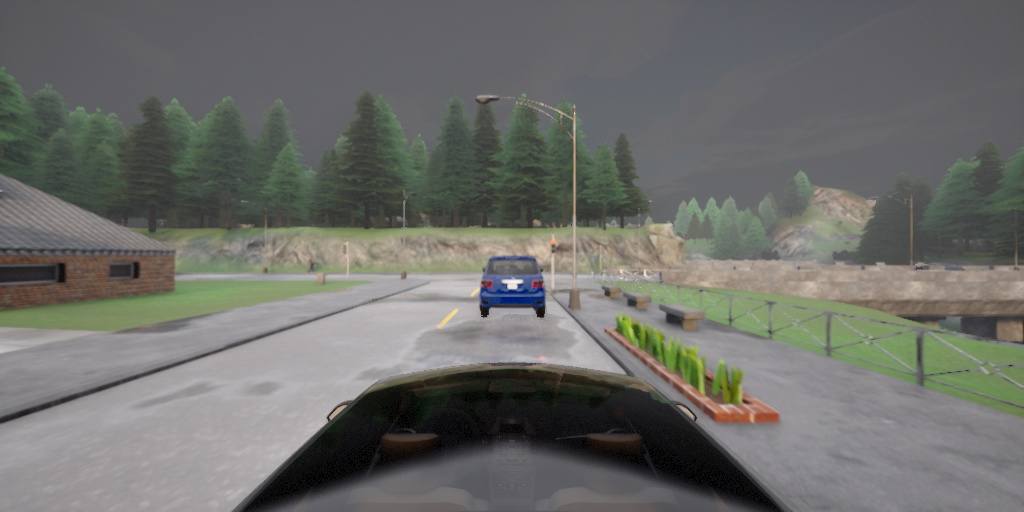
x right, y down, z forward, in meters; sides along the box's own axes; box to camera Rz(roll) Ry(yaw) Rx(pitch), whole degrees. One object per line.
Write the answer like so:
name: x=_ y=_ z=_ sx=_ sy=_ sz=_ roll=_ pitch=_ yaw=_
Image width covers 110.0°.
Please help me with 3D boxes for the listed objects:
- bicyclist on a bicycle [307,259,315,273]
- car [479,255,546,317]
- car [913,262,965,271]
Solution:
bicyclist on a bicycle: x=-23.929 y=1.170 z=42.687 sx=0.582 sy=1.620 sz=1.656 roll=0 pitch=0 yaw=0
car: x=0.035 y=0.994 z=13.423 sx=2.150 sy=2.045 sz=5.566 roll=0 pitch=0 yaw=0
car: x=45.547 y=1.381 z=38.408 sx=4.181 sy=1.385 sz=1.994 roll=0 pitch=0 yaw=0
